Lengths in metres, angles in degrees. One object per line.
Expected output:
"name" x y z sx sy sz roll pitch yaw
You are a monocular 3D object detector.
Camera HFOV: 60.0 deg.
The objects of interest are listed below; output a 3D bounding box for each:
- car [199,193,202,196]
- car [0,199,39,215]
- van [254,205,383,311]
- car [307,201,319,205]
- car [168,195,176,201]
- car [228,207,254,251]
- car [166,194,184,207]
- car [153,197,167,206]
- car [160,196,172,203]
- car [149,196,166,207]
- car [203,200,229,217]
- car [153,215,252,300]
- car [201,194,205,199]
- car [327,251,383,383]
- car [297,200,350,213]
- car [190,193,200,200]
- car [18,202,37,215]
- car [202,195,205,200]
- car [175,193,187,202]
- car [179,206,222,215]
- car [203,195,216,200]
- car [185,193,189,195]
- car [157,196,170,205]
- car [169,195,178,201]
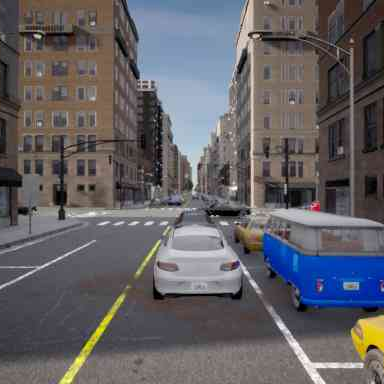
"car" 3.594 1.549 89.493 2.008 1.369 4.403 1 0 1
"car" -18.055 1.411 32.354 5.357 1.411 2.033 0 -1 0
"van" 2.686 1.342 7.445 1.690 1.788 3.998 1 0 0
"car" 15.599 1.356 35.539 5.566 2.045 2.150 0 -1 0
"car" -5.010 1.526 83.900 1.752 1.417 4.829 1 0 1
"car" 2.692 1.527 13.288 1.752 1.417 4.829 1 0 0
"car" -2.693 1.483 52.224 1.882 1.535 5.008 0 0 1
"car" -5.395 1.571 56.426 1.947 1.339 4.313 1 0 1
"car" -5.240 1.549 67.483 1.887 1.381 4.507 1 0 1
"car" -5.473 1.588 50.897 1.802 1.307 4.206 1 0 1
"car" 2.798 1.605 28.924 4.718 1.301 1.895 0 0 0
"car" 0.086 1.527 8.293 1.812 1.442 4.674 0 0 -1
"car" 3.207 1.554 61.842 2.008 1.369 4.403 1 0 1
"car" 2.678 1.526 1.941 1.752 1.417 4.829 1 0 0
"car" 15.247 1.712 38.787 5.357 1.411 2.033 0 -1 0
"car" 0.951 1.522 91.829 1.812 1.442 4.674 0 0 1
"car" -16.513 1.443 29.086 4.718 1.301 1.895 0 -1 1
"car" 3.130 1.549 56.312 1.887 1.381 4.507 1 0 1
"car" -2.533 1.482 61.884 1.882 1.535 5.008 0 0 1
"car" 0.110 1.566 15.629 1.994 1.385 4.181 0 0 0
"car" 3.052 1.570 50.782 1.947 1.339 4.313 1 0 1
"car" -2.326 1.359 72.011 2.097 1.767 4.553 0 0 1
"car" -5.318 1.556 61.954 2.008 1.369 4.403 1 0 1
"car" -4.931 1.565 89.598 1.947 1.339 4.313 1 0 1
